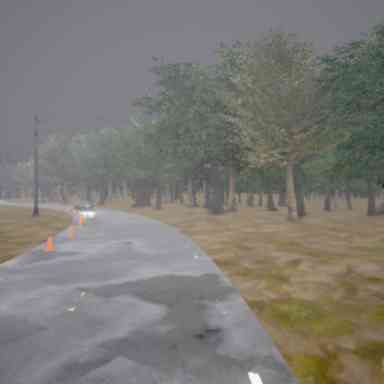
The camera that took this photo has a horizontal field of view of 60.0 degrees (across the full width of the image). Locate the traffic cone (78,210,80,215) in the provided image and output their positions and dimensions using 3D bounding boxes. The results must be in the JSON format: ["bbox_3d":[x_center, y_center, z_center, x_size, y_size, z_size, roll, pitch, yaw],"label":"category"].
[{"bbox_3d":[-10.724,2.261,32.515,0.340,0.580,0.340,0,0,-20],"label":"traffic cone"}]

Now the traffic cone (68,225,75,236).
[{"bbox_3d":[-6.715,2.153,18.515,0.340,0.580,0.340,0,0,-11],"label":"traffic cone"}]

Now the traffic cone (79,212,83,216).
[{"bbox_3d":[-9.145,2.229,27.920,0.340,0.580,0.340,0,0,-17],"label":"traffic cone"}]

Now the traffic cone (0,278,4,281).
[{"bbox_3d":[-5.278,2.069,8.908,0.340,0.580,0.340,0,0,-6],"label":"traffic cone"}]

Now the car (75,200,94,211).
[{"bbox_3d":[-15.373,1.870,47.307,2.128,1.511,4.902,0,0,-31],"label":"car"}]

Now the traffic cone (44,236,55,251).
[{"bbox_3d":[-5.871,2.110,13.730,0.340,0.580,0.340,0,0,-9],"label":"traffic cone"}]

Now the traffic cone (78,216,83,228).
[{"bbox_3d":[-7.808,2.193,23.249,0.340,0.580,0.340,0,0,-14],"label":"traffic cone"}]
